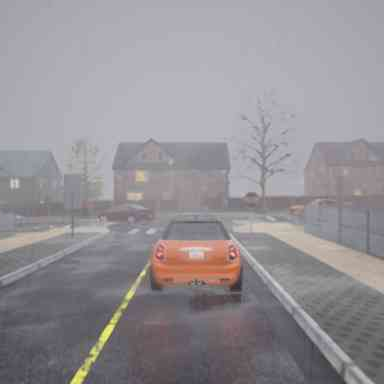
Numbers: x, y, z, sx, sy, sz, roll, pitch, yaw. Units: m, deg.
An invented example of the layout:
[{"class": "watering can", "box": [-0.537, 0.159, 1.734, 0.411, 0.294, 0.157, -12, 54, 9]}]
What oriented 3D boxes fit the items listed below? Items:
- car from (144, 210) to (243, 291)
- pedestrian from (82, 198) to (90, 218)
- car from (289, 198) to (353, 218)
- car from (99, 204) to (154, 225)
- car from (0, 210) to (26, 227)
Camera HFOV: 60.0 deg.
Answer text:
[{"class": "car", "box": [0.096, 1.397, 9.317, 2.097, 1.767, 4.553, 0, 0, 0]}, {"class": "pedestrian", "box": [-9.641, 1.413, 30.171, 0.375, 1.860, 0.375, 0, 2, 0]}, {"class": "car", "box": [10.564, 1.300, 27.288, 5.008, 1.535, 1.882, -2, 1, 0]}, {"class": "car", "box": [-5.211, 1.682, 26.210, 5.008, 1.535, 1.882, -1, -1, 33]}, {"class": "car", "box": [-14.662, 1.972, 24.308, 4.674, 1.442, 1.812, -1, 1, 0]}]
